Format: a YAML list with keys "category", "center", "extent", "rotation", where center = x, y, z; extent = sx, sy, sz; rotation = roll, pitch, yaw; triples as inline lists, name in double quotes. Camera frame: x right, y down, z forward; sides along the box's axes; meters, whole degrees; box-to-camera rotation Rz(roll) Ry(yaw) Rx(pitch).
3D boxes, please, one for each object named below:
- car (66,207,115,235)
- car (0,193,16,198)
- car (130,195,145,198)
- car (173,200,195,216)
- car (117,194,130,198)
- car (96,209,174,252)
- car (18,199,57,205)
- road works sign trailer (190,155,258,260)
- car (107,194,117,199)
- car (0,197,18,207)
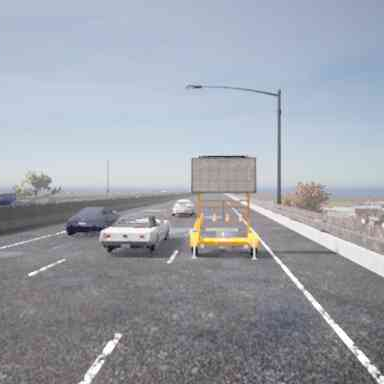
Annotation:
- category: "car"
  center: [-5.260, 1.535, 18.466]
  extent: [1.994, 1.385, 4.181]
  rotation: [0, 0, 5]
- category: "car"
  center: [-21.553, 1.159, 36.728]
  extent: [2.150, 2.045, 5.566]
  rotation: [0, 0, 5]
- category: "car"
  center: [-11.503, 1.388, 73.305]
  extent: [2.128, 1.511, 4.902]
  rotation: [0, 0, 5]
- category: "car"
  center: [-0.704, 1.477, 31.515]
  extent: [1.812, 1.442, 4.674]
  rotation: [0, 0, 5]
- category: "car"
  center: [-14.826, 1.335, 75.662]
  extent: [1.837, 1.490, 4.892]
  rotation: [0, 0, 5]
- category: "car"
  center: [-2.122, 1.580, 13.798]
  extent: [1.895, 1.301, 4.718]
  rotation: [0, 0, 5]
- category: "car"
  center: [-14.822, 1.471, 33.107]
  extent: [1.812, 1.442, 4.674]
  rotation: [0, 0, 5]
- category: "road works sign trailer"
  center: [1.182, 0.447, 12.459]
  extent: [2.380, 3.560, 2.880]
  rotation: [0, 0, 5]
- category: "car"
  center: [-18.214, 1.334, 77.187]
  extent: [2.128, 1.511, 4.902]
  rotation: [0, 0, 5]
- category: "car"
  center: [-18.176, 1.542, 35.064]
  extent: [1.895, 1.301, 4.718]
  rotation: [0, 0, 5]
